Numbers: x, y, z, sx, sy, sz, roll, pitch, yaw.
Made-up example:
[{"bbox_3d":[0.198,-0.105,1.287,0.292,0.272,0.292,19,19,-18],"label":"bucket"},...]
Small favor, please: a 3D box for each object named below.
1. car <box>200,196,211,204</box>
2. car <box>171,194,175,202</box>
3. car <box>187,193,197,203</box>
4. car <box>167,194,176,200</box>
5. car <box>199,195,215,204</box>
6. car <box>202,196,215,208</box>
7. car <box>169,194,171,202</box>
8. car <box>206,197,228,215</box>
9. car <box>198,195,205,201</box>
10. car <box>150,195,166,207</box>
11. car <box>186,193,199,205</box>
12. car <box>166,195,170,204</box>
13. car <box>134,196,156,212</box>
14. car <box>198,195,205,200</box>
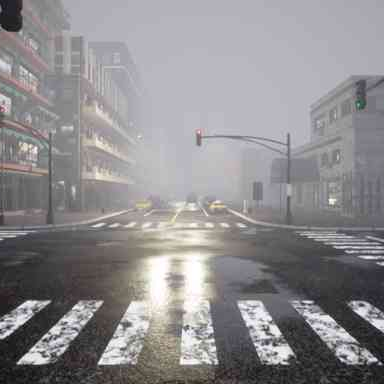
[{"bbox_3d":[2.661,1.612,67.144,2.008,1.369,4.403,0,0,0],"label":"car"},{"bbox_3d":[-5.725,1.627,78.218,1.887,1.381,4.507,0,0,0],"label":"car"},{"bbox_3d":[-0.032,1.182,70.747,2.150,2.045,5.566,0,0,0],"label":"car"},{"bbox_3d":[-5.732,1.433,94.836,2.192,1.841,5.009,0,0,0],"label":"car"},{"bbox_3d":[2.670,1.351,50.526,2.192,1.841,5.009,0,0,0],"label":"car"},{"bbox_3d":[2.671,1.611,44.987,1.802,1.307,4.206,0,0,0],"label":"car"},{"bbox_3d":[-5.719,1.586,66.969,1.752,1.417,4.829,0,0,0],"label":"car"},{"bbox_3d":[2.677,1.544,34.079,1.752,1.417,4.829,0,0,0],"label":"car"},{"bbox_3d":[2.650,1.631,89.471,1.752,1.417,4.829,0,0,0],"label":"car"},{"bbox_3d":[-5.711,1.351,50.522,2.192,1.841,5.009,0,0,0],"label":"car"},{"bbox_3d":[-0.028,1.402,60.684,2.097,1.767,4.553,0,0,0],"label":"car"},{"bbox_3d":[-5.717,1.603,61.600,2.008,1.369,4.403,0,0,0],"label":"car"},{"bbox_3d":[-5.706,1.549,39.273,1.752,1.417,4.829,0,0,0],"label":"car"},{"bbox_3d":[2.647,1.669,94.840,2.008,1.369,4.403,0,0,0],"label":"car"}]
